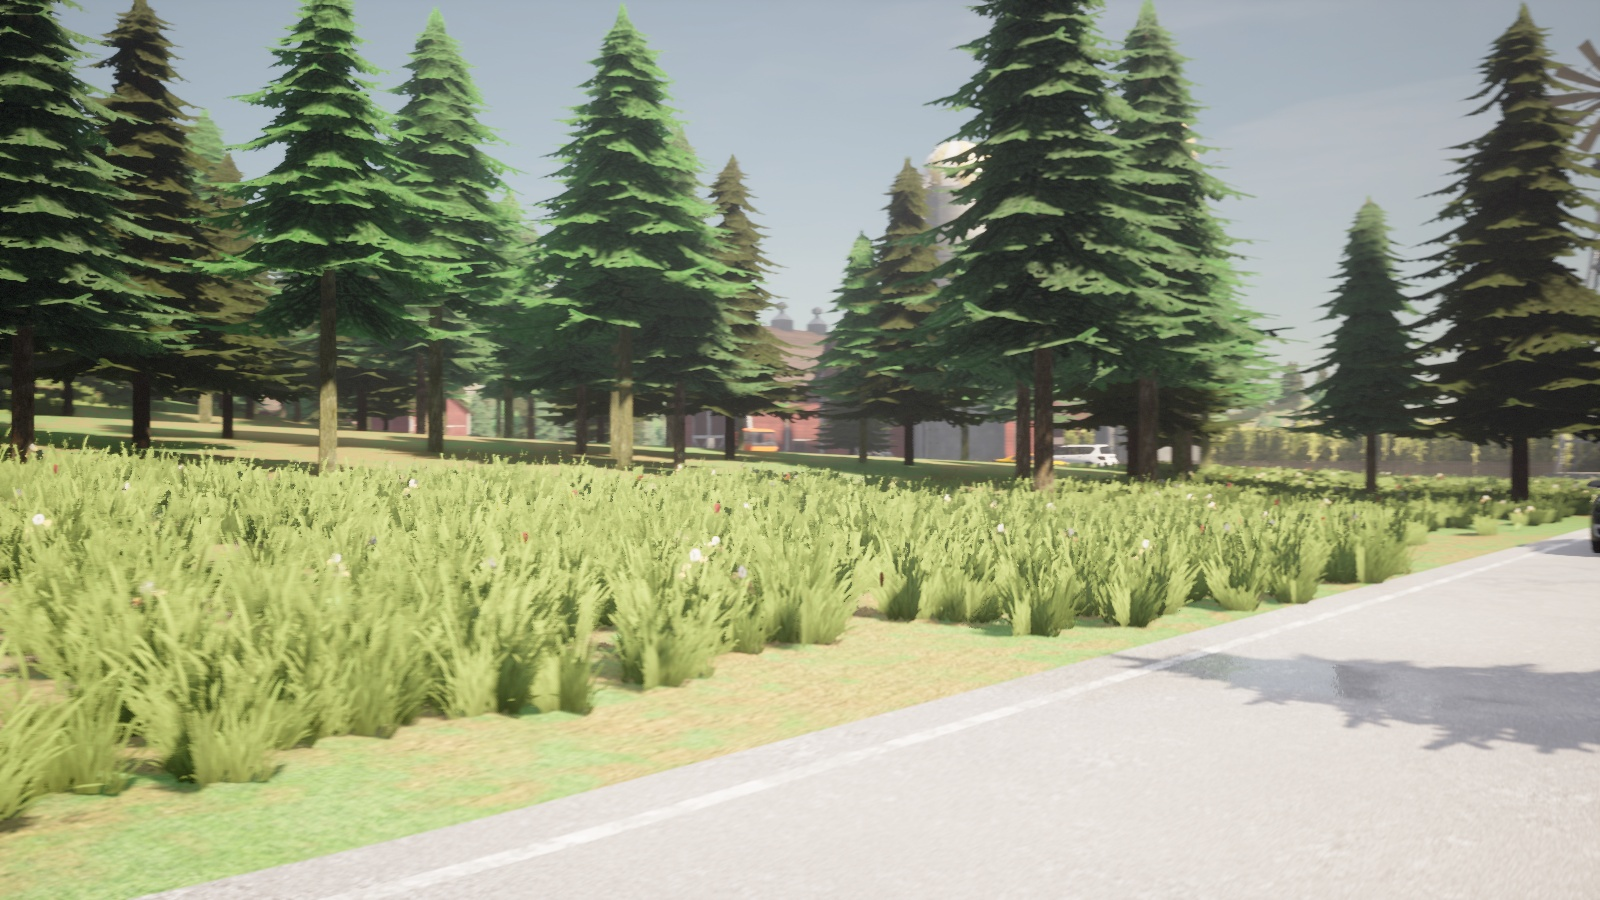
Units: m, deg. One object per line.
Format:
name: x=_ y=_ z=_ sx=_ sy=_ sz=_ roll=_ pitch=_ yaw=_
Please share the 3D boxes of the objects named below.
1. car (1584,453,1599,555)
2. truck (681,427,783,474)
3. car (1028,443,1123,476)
car: x=13.743 y=0.787 z=19.618 sx=1.837 sy=1.490 sz=4.892 roll=0 pitch=0 yaw=40
truck: x=-5.237 y=0.049 z=95.382 sx=7.936 sy=3.462 sz=2.891 roll=0 pitch=0 yaw=41
car: x=17.580 y=0.607 z=80.274 sx=5.566 sy=2.045 sz=2.150 roll=0 pitch=0 yaw=41
